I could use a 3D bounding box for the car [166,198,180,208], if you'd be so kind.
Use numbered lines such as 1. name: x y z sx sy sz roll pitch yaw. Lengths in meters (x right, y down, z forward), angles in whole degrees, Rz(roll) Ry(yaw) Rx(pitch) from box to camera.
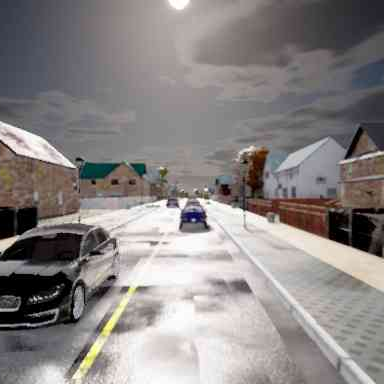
1. car: -2.832 1.602 49.465 1.812 1.442 4.674 0 0 0

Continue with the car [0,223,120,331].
1. car: -2.851 1.503 7.202 1.837 1.490 4.892 0 0 0

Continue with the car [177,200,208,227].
1. car: 0.094 1.537 22.546 1.812 1.442 4.674 0 0 0
